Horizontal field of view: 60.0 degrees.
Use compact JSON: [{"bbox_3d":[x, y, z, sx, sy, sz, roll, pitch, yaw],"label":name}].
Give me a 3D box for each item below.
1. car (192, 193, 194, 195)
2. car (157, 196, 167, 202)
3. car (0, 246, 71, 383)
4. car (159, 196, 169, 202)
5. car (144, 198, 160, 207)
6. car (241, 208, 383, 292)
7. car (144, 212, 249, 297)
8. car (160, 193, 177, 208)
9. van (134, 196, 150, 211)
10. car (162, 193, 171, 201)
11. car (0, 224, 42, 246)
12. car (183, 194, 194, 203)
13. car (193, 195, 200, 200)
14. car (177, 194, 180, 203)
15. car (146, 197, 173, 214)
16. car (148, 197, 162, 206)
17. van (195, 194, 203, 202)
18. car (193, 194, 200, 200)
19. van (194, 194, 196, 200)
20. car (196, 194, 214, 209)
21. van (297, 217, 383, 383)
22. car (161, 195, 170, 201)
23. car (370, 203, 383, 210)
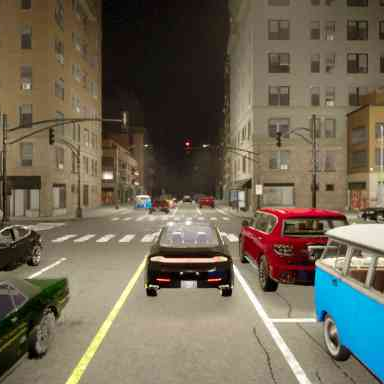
[{"bbox_3d":[1.663,1.305,67.852,2.192,1.841,5.009,0,0,-1],"label":"car"},{"bbox_3d":[-6.501,1.514,72.962,1.752,1.417,4.829,0,0,-1],"label":"car"},{"bbox_3d":[-2.879,1.601,3.193,1.895,1.301,4.718,0,0,-1],"label":"car"},{"bbox_3d":[-6.585,1.538,78.537,2.008,1.369,4.403,0,0,-1],"label":"car"},{"bbox_3d":[-6.177,1.559,51.509,1.947,1.339,4.313,0,0,-1],"label":"car"},{"bbox_3d":[2.522,1.315,8.861,2.192,1.841,5.009,0,0,-1],"label":"car"},{"bbox_3d":[-0.060,1.491,8.565,2.128,1.511,4.902,0,0,0],"label":"car"},{"bbox_3d":[-3.521,1.347,45.010,2.097,1.767,4.553,0,0,-1],"label":"car"},{"bbox_3d":[-6.013,1.337,40.697,1.690,1.788,3.998,0,0,-1],"label":"van"},{"bbox_3d":[-6.748,1.299,89.348,2.192,1.841,5.009,0,0,-1],"label":"car"},{"bbox_3d":[-5.502,1.566,8.738,1.947,1.339,4.313,0,0,-1],"label":"car"},{"bbox_3d":[-0.897,1.591,66.509,1.895,1.301,4.718,0,0,-1],"label":"car"},{"bbox_3d":[1.308,1.510,89.643,1.752,1.417,4.829,0,0,-1],"label":"car"},{"bbox_3d":[-3.770,1.538,65.378,2.033,1.411,5.357,0,0,0],"label":"car"},{"bbox_3d":[-3.369,1.522,35.231,1.812,1.442,4.674,0,0,1],"label":"car"},{"bbox_3d":[-6.258,1.537,56.914,1.887,1.381,4.507,0,0,-1],"label":"car"},{"bbox_3d":[1.575,1.330,73.257,1.690,1.788,3.998,0,0,-1],"label":"van"},{"bbox_3d":[1.223,1.423,94.878,1.967,1.590,4.097,0,0,-1],"label":"car"},{"bbox_3d":[1.751,1.332,62.446,1.690,1.788,3.998,0,0,-1],"label":"van"},{"bbox_3d":[2.015,1.309,46.229,2.192,1.841,5.009,0,0,-1],"label":"car"},{"bbox_3d":[2.606,1.341,3.350,1.690,1.788,3.998,0,0,-1],"label":"van"},{"bbox_3d":[-6.666,1.552,83.943,1.947,1.339,4.313,0,0,-1],"label":"car"},{"bbox_3d":[14.528,1.418,23.922,4.902,1.511,2.128,0,0,-1],"label":"car"}]
